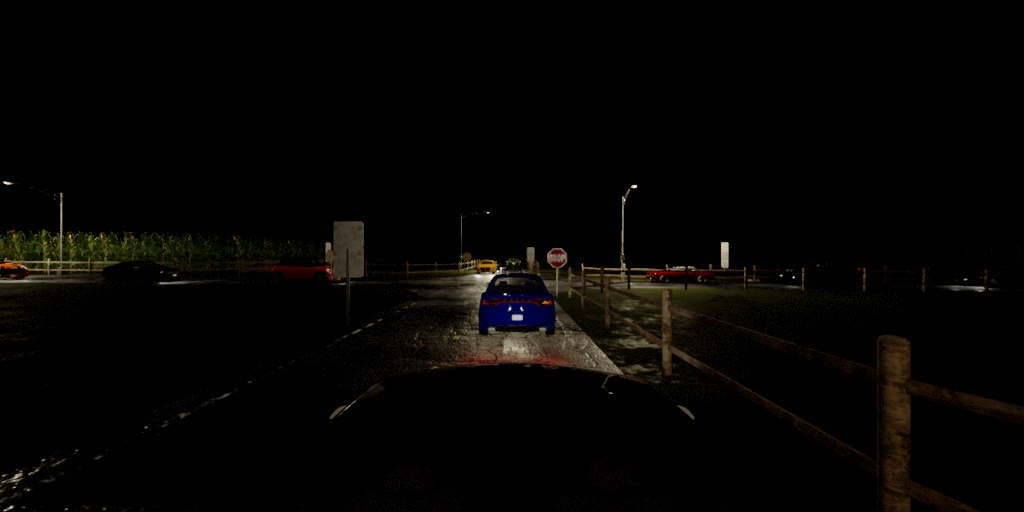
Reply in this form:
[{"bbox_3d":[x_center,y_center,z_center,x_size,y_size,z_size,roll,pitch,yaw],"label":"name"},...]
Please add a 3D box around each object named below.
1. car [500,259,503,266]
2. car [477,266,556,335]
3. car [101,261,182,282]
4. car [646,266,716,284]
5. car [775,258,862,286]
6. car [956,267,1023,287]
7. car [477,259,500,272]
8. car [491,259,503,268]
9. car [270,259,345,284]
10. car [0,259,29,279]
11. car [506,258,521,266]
[{"bbox_3d":[-2.713,1.307,51.006,1.994,1.385,4.181,0,0,0],"label":"car"},{"bbox_3d":[0.123,1.227,10.499,1.882,1.535,5.008,0,0,0],"label":"car"},{"bbox_3d":[-26.233,1.081,25.437,4.674,1.442,1.812,0,0,1],"label":"car"},{"bbox_3d":[12.990,1.462,27.888,4.718,1.301,1.895,0,0,0],"label":"car"},{"bbox_3d":[23.649,1.174,27.788,5.566,2.045,2.150,0,0,0],"label":"car"},{"bbox_3d":[37.380,1.584,27.605,4.892,1.490,1.837,0,0,1],"label":"car"},{"bbox_3d":[-2.787,1.222,40.990,1.882,1.535,5.008,0,0,1],"label":"car"},{"bbox_3d":[-2.633,1.247,64.195,1.837,1.490,4.892,0,0,1],"label":"car"},{"bbox_3d":[-14.327,1.002,25.291,4.553,1.767,2.097,0,0,1],"label":"car"},{"bbox_3d":[-37.736,0.818,25.584,4.553,1.767,2.097,0,0,1],"label":"car"},{"bbox_3d":[0.217,1.095,50.636,2.097,1.767,4.553,0,0,0],"label":"car"}]
